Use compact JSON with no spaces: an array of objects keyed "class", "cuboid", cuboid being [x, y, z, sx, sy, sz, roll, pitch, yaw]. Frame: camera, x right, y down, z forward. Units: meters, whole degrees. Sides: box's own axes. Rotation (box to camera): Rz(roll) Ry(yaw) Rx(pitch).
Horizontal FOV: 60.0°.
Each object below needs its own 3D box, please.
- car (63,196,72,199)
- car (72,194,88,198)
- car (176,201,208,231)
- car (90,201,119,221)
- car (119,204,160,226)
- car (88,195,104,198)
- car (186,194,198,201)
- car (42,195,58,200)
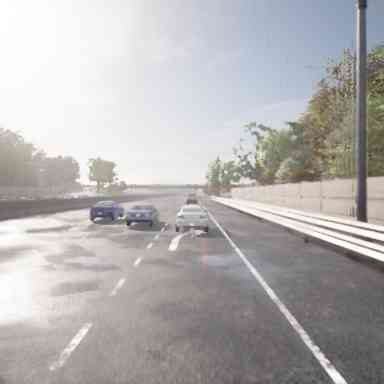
[{"class":"car","cuboid":[-27.989,1.545,76.093,1.994,1.385,4.181,0,0,0]},{"class":"car","cuboid":[-24.489,1.268,74.614,1.837,1.490,4.892,0,0,0]},{"class":"car","cuboid":[0.001,1.510,20.286,1.812,1.442,4.674,0,0,0]},{"class":"car","cuboid":[-6.894,1.460,27.376,1.882,1.535,5.008,0,0,0]},{"class":"car","cuboid":[-3.398,1.530,23.457,2.033,1.411,5.357,0,0,0]},{"class":"car","cuboid":[-20.989,1.363,74.583,1.895,1.301,4.718,0,0,0]},{"class":"car","cuboid":[0.008,1.487,56.921,1.882,1.535,5.008,0,0,0]},{"class":"car","cuboid":[-31.489,1.389,73.696,1.882,1.535,5.008,0,0,0]}]
